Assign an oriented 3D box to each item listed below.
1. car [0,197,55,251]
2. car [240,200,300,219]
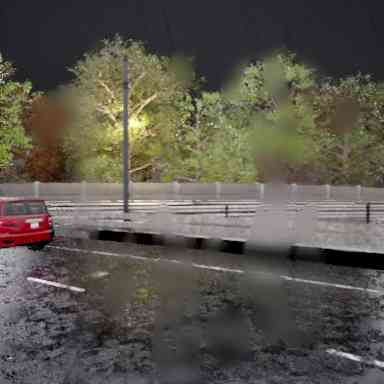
[{"bbox_3d":[-7.643,1.204,12.440,5.566,2.045,2.150,0,0,28],"label":"car"},{"bbox_3d":[6.338,1.431,27.245,5.008,1.535,1.882,-1,1,-13],"label":"car"}]
